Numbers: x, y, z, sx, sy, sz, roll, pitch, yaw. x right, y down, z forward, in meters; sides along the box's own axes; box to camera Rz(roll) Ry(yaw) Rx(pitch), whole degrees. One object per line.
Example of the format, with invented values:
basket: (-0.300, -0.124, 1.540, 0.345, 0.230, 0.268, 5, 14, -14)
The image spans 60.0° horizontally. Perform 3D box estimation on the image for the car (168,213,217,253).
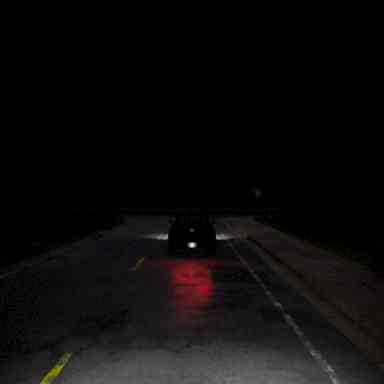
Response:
car: (0.011, 1.647, 14.310, 1.837, 1.490, 4.892, 0, 0, 0)
